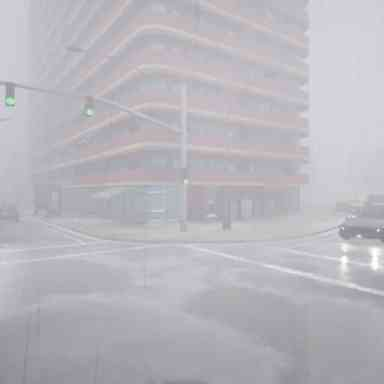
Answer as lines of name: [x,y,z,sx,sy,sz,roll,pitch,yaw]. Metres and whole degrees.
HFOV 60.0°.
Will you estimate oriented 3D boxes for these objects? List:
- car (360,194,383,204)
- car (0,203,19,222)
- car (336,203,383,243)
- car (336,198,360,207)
car: [14.138,1.160,24.829,2.150,2.045,5.566,0,0,23]
car: [-14.875,1.586,26.056,1.994,1.385,4.181,0,0,-35]
car: [8.804,1.493,16.147,2.033,1.411,5.357,0,0,40]
car: [16.715,1.411,34.786,1.882,1.535,5.008,0,0,5]
